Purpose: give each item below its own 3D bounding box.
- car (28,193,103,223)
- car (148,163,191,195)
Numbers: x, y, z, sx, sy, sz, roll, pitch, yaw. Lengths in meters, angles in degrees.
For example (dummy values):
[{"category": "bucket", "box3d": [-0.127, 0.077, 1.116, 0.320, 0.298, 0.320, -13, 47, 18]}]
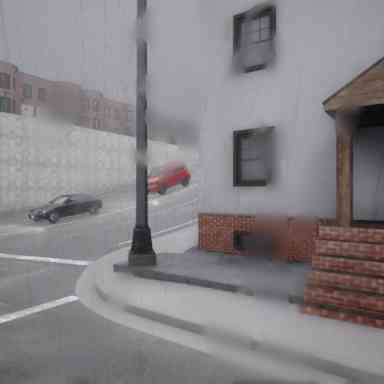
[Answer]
[{"category": "car", "box3d": [-7.782, 0.872, 20.830, 1.812, 1.442, 4.674, 0, 7, 35]}, {"category": "car", "box3d": [-2.305, -1.188, 28.661, 2.150, 2.045, 5.566, 0, 13, 34]}]
